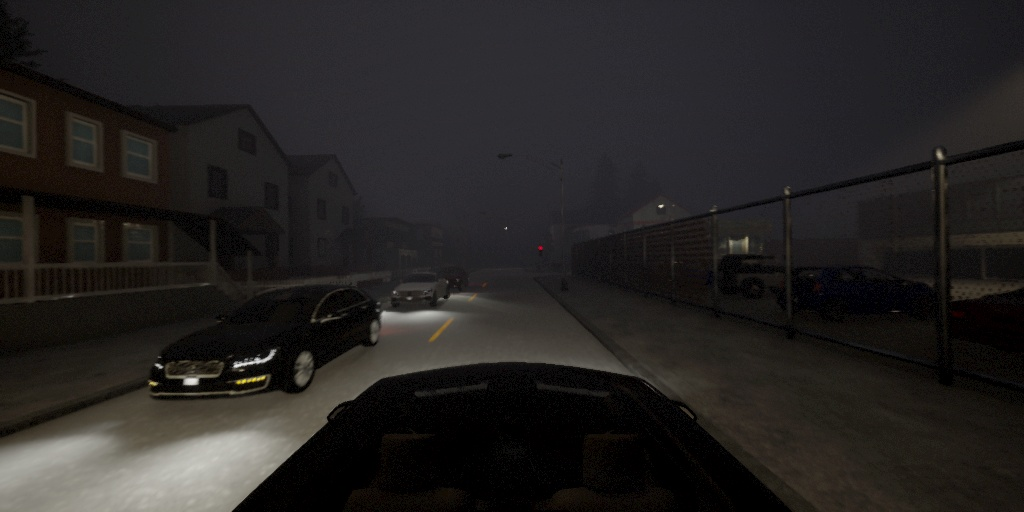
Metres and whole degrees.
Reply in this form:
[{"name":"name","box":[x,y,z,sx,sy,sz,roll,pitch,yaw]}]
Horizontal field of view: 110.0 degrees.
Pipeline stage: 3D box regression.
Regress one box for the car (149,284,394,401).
[{"name":"car","box":[-4.117,1.371,7.020,1.837,1.490,4.892,-1,0,0]}]

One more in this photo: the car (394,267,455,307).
[{"name":"car","box":[-4.122,1.448,16.768,1.812,1.442,4.674,-1,0,0]}]

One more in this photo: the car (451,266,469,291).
[{"name":"car","box":[-4.053,1.449,24.042,1.882,1.535,5.008,-1,0,0]}]
